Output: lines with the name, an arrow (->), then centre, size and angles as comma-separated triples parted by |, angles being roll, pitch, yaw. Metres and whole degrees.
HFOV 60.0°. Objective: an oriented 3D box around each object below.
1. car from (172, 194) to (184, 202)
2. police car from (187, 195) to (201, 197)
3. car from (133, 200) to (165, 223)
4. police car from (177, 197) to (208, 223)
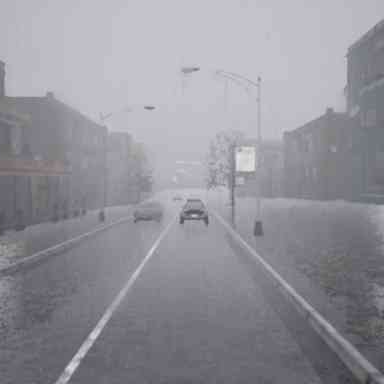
car -> -2.732, 1.147, 64.487 | 1.837, 1.490, 4.892 | 0, 0, 1
police car -> 0.263, 1.199, 42.953 | 1.930, 1.638, 5.238 | 0, 0, 0
car -> -3.048, 1.392, 24.139 | 1.837, 1.490, 4.892 | 0, 0, 0
police car -> 0.162, 1.387, 24.360 | 2.038, 1.542, 4.974 | 0, 0, 0
